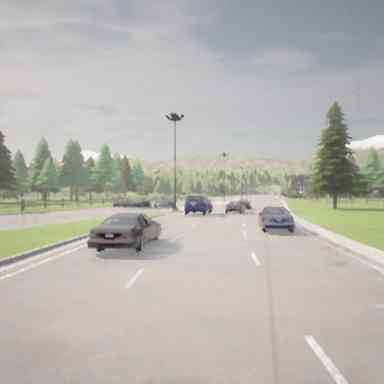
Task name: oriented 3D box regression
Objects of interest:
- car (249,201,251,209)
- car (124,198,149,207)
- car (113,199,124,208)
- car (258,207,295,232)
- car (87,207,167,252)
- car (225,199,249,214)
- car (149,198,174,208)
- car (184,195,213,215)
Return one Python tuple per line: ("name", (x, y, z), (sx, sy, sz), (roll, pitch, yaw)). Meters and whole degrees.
("car", (7.358, 1.721, 47.338), (1.812, 1.442, 4.674), (0, 0, 15))
("car", (-7.711, 1.681, 49.537), (1.882, 1.535, 5.008), (0, -1, 15))
("car", (-10.692, 1.779, 51.927), (1.994, 1.385, 4.181), (0, 0, 15))
("car", (5.168, 1.633, 20.715), (2.033, 1.411, 5.357), (0, 0, 8))
("car", (-2.656, 1.606, 14.228), (2.033, 1.411, 5.357), (0, 0, 6))
("car", (4.978, 1.704, 37.938), (2.033, 1.411, 5.357), (0, 0, 14))
("car", (-4.125, 1.697, 49.390), (2.128, 1.511, 4.902), (0, 0, 15))
("car", (0.757, 1.369, 35.440), (2.150, 2.045, 5.566), (0, 0, 13))
